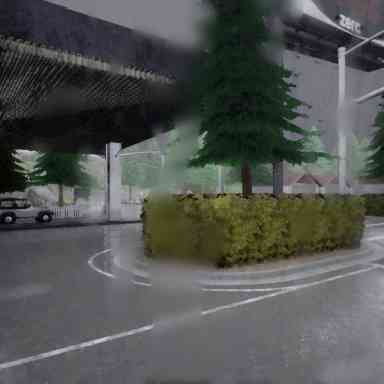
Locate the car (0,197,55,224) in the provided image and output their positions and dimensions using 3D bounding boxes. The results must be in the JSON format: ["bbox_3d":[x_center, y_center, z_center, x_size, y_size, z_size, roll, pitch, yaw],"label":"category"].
[{"bbox_3d":[-11.923,1.313,23.509,3.866,1.878,1.905,0,0,-36],"label":"car"}]
